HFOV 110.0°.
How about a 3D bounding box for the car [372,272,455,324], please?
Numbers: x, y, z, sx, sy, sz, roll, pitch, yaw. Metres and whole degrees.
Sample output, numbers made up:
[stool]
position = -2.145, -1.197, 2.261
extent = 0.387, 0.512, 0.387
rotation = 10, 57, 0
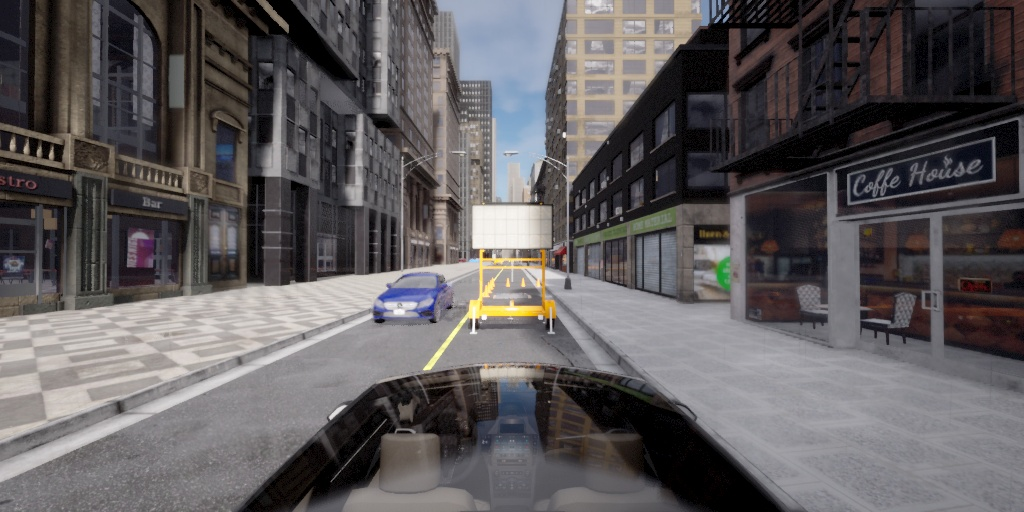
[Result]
[car]
position = -3.081, 1.278, 12.120
extent = 1.812, 1.442, 4.674
rotation = 0, 0, 0

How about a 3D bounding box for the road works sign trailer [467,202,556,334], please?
[road works sign trailer]
position = 0.011, 0.216, 10.613
extent = 2.380, 3.560, 2.880
rotation = 0, 0, 0
